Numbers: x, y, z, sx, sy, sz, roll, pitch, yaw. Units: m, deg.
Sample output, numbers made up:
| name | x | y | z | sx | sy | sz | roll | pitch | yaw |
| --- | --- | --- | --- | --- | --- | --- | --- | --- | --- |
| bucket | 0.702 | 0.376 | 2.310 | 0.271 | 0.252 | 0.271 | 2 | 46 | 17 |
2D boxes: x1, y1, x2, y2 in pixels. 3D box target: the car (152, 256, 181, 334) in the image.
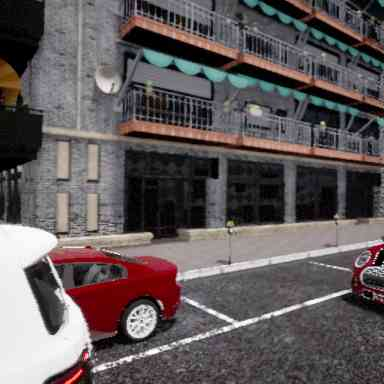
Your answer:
| name | x | y | z | sx | sy | sz | roll | pitch | yaw |
| --- | --- | --- | --- | --- | --- | --- | --- | --- | --- |
| car | -2.284 | 1.549 | 4.921 | 4.507 | 1.381 | 1.887 | 0 | 0 | -36 |

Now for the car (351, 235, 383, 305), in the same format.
| name | x | y | z | sx | sy | sz | roll | pitch | yaw |
| --- | --- | --- | --- | --- | --- | --- | --- | --- | --- |
| car | 5.513 | 1.395 | 7.309 | 4.553 | 1.767 | 2.097 | 0 | 0 | -36 |

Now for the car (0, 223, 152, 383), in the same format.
| name | x | y | z | sx | sy | sz | roll | pitch | yaw |
| --- | --- | --- | --- | --- | --- | --- | --- | --- | --- |
| car | -3.140 | 1.215 | 1.135 | 5.566 | 2.045 | 2.150 | 1 | -1 | -35 |
